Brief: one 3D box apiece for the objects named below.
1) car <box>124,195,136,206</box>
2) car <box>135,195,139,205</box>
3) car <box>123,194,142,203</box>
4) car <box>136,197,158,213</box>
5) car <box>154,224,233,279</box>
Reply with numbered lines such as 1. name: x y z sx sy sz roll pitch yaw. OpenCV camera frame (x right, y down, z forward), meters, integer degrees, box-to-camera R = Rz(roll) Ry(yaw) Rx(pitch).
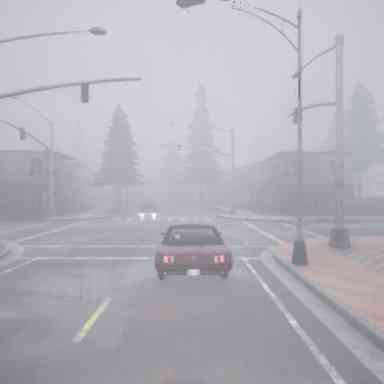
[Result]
1. car: -9.597 1.482 55.837 1.882 1.535 5.008 0 0 -23
2. car: -6.343 1.502 46.102 1.837 1.490 4.892 0 0 -15
3. car: -12.210 1.364 67.978 2.097 1.767 4.553 0 0 -34
4. car: -4.838 1.555 37.354 1.994 1.385 4.181 0 0 -6
5. car: -0.021 1.608 10.057 1.895 1.301 4.718 0 0 -2
